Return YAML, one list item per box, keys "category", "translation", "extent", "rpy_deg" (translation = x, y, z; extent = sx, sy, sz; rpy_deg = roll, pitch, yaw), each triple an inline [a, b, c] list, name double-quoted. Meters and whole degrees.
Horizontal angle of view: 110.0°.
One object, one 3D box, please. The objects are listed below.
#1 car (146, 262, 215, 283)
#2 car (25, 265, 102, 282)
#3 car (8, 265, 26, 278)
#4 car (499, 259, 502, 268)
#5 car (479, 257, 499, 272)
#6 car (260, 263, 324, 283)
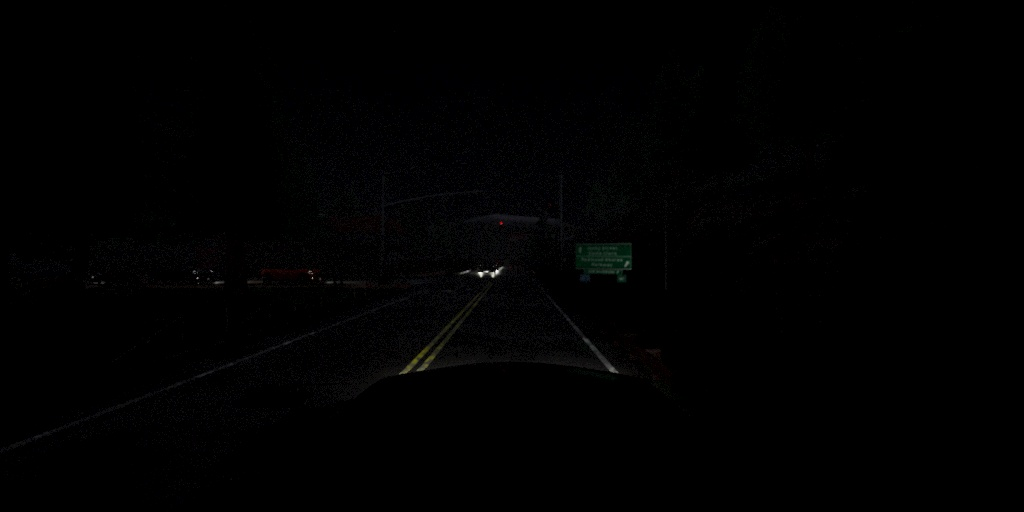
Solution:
- category: "car"
  translation: [-27.727, 1.357, 30.130]
  extent: [4.553, 1.767, 2.097]
  rpy_deg: [0, 0, 1]
- category: "car"
  translation: [-37.795, 1.530, 30.500]
  extent: [4.674, 1.442, 1.812]
  rpy_deg: [0, 0, 4]
- category: "car"
  translation: [-47.777, 1.567, 35.301]
  extent: [5.357, 1.411, 2.033]
  rpy_deg: [0, 0, 9]
- category: "car"
  translation: [-3.168, 1.546, 58.572]
  extent: [1.895, 1.301, 4.718]
  rpy_deg: [0, 0, 1]
- category: "car"
  translation: [-3.288, 1.266, 49.336]
  extent: [2.097, 1.767, 4.553]
  rpy_deg: [0, 0, 1]
- category: "car"
  translation: [-18.286, 1.359, 30.014]
  extent: [4.553, 1.767, 2.097]
  rpy_deg: [0, 0, 1]
